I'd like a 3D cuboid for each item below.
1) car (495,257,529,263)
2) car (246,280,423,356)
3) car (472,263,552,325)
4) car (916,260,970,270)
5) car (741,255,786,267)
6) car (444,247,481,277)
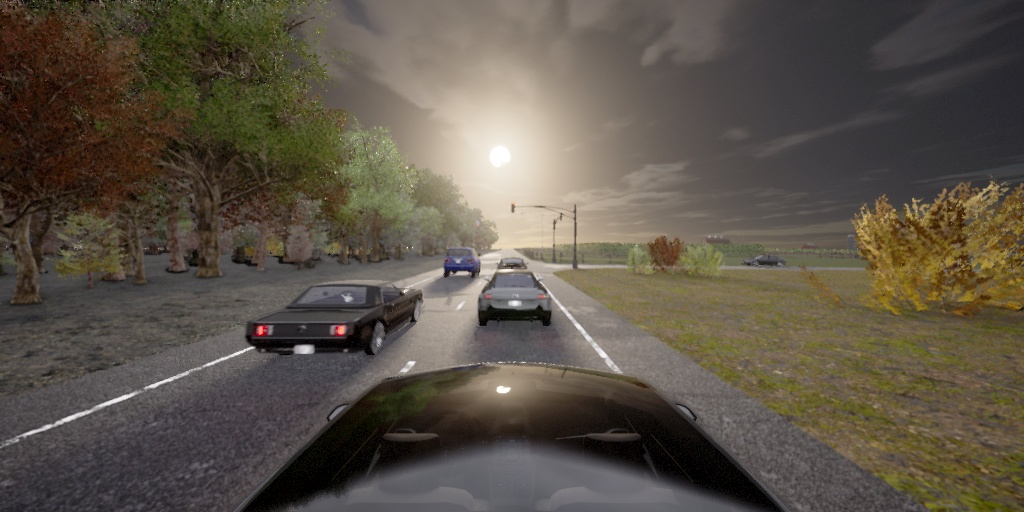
[{"bbox_3d":[0.003,0.775,21.690,1.837,1.490,4.892,0,1,0],"label":"car"},{"bbox_3d":[-3.431,1.196,8.118,1.895,1.301,4.718,0,1,0],"label":"car"},{"bbox_3d":[0.056,1.094,10.893,1.994,1.385,4.181,0,1,0],"label":"car"},{"bbox_3d":[48.705,0.693,40.658,4.553,1.767,2.097,1,0,0],"label":"car"},{"bbox_3d":[30.987,0.624,44.228,4.892,1.490,1.837,1,0,0],"label":"car"},{"bbox_3d":[-3.524,0.387,26.063,2.150,2.045,5.566,0,2,0],"label":"car"}]
